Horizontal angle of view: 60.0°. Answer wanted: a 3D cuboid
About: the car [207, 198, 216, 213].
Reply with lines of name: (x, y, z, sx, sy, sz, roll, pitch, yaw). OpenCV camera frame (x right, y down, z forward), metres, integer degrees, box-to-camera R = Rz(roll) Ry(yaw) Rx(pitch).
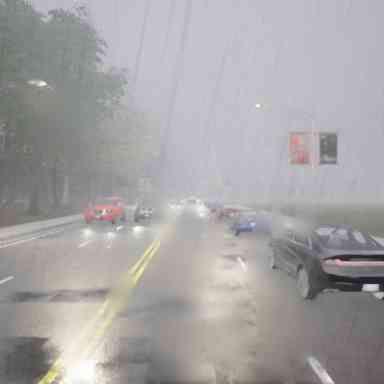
car: (3.270, 1.838, 41.478, 1.994, 1.385, 4.181, 0, 0, 0)

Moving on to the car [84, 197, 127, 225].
car: (-6.584, 1.396, 25.964, 2.150, 2.045, 5.566, 0, -1, 0)

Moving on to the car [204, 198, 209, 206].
car: (3.275, 1.875, 52.478, 1.812, 1.442, 4.674, 0, 0, 0)

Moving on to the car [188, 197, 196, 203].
car: (0.040, 2.005, 84.173, 1.812, 1.442, 4.674, 0, 0, 0)

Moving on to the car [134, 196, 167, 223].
car: (-3.331, 1.401, 27.422, 2.150, 2.045, 5.566, 0, 0, 0)

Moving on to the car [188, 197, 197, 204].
car: (0.035, 1.909, 73.434, 1.895, 1.301, 4.718, 0, 0, 0)

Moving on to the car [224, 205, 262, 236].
car: (3.260, 1.693, 19.478, 1.994, 1.385, 4.181, 0, 0, 0)

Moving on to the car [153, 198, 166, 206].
car: (-6.472, 1.975, 66.619, 2.128, 1.511, 4.902, 0, 0, 0)

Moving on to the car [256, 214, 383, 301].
car: (3.255, 1.548, 8.479, 2.128, 1.511, 4.902, 0, 0, 0)

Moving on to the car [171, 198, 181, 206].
car: (-3.219, 1.969, 67.685, 2.128, 1.511, 4.902, 0, 0, 0)

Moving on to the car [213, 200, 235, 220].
car: (3.264, 1.727, 30.488, 1.812, 1.442, 4.674, 0, 0, 0)

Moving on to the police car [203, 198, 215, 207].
police car: (3.281, 1.932, 63.479, 2.038, 1.542, 4.974, 0, 0, 0)
